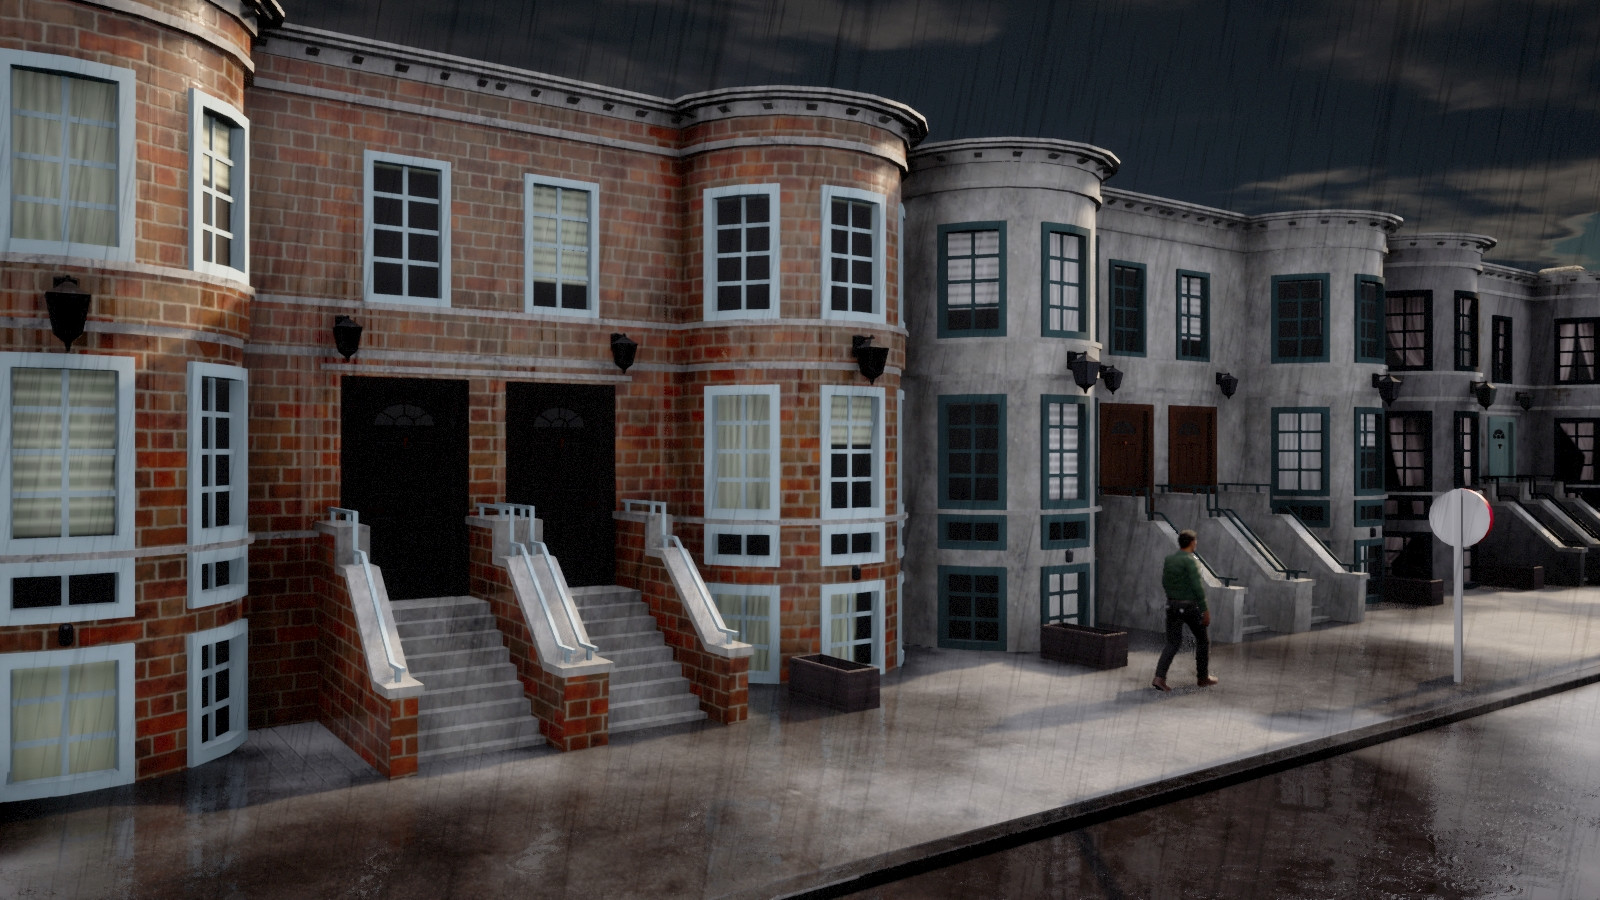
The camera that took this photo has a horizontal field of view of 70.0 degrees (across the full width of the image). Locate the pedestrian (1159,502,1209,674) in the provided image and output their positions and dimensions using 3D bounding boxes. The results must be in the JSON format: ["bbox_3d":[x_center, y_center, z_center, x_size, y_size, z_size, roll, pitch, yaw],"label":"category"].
[{"bbox_3d":[4.295,1.524,12.773,0.375,1.860,0.375,0,0,-27],"label":"pedestrian"}]
